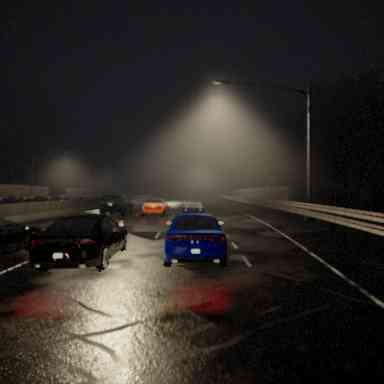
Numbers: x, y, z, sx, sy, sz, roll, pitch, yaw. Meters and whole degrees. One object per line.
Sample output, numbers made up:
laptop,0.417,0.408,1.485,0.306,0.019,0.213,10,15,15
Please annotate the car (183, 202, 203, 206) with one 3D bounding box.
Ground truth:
car,0.104,1.549,30.102,1.895,1.301,4.718,0,0,0

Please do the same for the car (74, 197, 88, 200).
car,-17.543,1.476,52.600,2.033,1.411,5.357,0,0,1

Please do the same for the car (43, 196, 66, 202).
car,-21.048,1.492,52.115,1.994,1.385,4.181,0,0,0

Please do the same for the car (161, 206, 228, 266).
car,0.101,1.454,11.519,1.882,1.535,5.008,0,0,0

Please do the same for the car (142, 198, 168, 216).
car,-3.397,1.299,31.343,2.097,1.767,4.553,0,0,0

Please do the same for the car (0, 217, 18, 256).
car,-6.898,1.525,11.024,2.033,1.411,5.357,0,0,0

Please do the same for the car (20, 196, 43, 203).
car,-24.543,1.419,52.773,2.128,1.511,4.902,0,0,1

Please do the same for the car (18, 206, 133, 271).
car,-3.398,1.455,10.907,1.882,1.535,5.008,0,0,0

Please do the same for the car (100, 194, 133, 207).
car,-6.896,1.169,30.763,2.150,2.045,5.566,0,0,0

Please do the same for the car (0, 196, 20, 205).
car,-28.039,1.420,51.824,2.128,1.511,4.902,0,0,1
